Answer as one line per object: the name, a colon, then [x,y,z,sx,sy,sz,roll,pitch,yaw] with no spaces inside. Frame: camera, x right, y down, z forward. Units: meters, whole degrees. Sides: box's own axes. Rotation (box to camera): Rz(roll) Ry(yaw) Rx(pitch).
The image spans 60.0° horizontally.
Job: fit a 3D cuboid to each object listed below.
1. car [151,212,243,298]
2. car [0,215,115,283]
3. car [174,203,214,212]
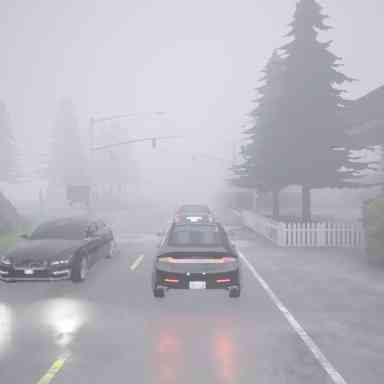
car: [0.100,1.492,8.517,2.128,1.511,4.902,0,0,0]
car: [-3.587,1.505,9.753,1.837,1.490,4.892,0,0,0]
car: [0.101,1.352,17.670,2.097,1.767,4.553,0,0,0]
